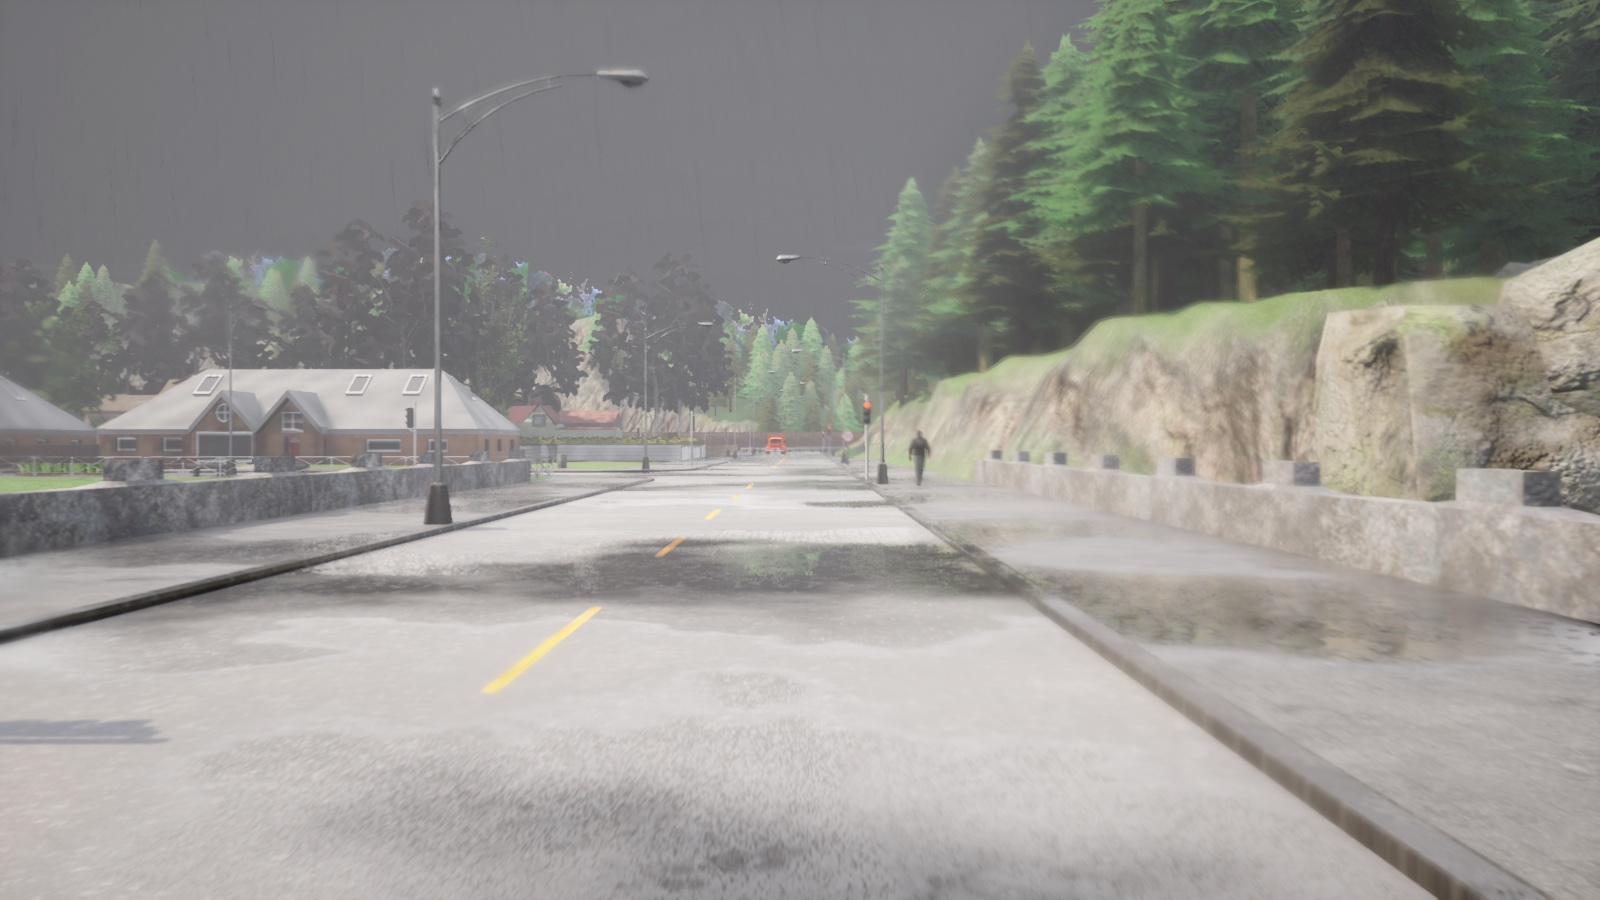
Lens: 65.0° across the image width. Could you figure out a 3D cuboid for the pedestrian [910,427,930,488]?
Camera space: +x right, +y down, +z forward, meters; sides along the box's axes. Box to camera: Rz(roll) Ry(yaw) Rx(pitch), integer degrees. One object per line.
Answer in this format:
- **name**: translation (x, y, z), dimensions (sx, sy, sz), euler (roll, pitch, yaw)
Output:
- **pedestrian**: translation (3.770, 0.237, 39.430), dimensions (0.563, 1.883, 0.849), euler (0, 0, 0)
